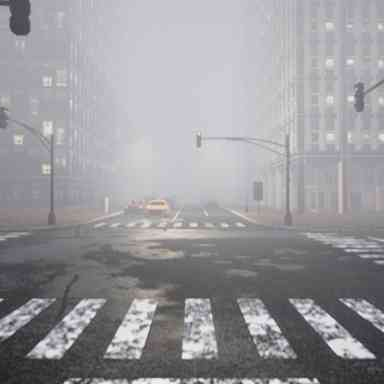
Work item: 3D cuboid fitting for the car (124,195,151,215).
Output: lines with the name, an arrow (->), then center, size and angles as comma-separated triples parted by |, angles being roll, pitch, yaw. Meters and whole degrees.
car -> -5.677, 1.460, 33.976 | 1.967, 1.590, 4.097 | 1, 0, 0

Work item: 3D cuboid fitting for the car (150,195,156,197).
car -> -5.676, 1.341, 45.127 | 2.192, 1.841, 5.009 | 1, 0, 0

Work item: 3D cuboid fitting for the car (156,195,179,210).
car -> -3.090, 1.502, 42.512 | 1.882, 1.535, 5.008 | 0, 0, 0

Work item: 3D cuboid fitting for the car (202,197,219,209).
car -> 2.699, 1.608, 45.189 | 1.802, 1.307, 4.206 | 1, 0, 0

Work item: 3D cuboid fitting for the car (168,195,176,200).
car -> -5.685, 1.624, 95.303 | 1.947, 1.339, 4.313 | 1, 0, 0

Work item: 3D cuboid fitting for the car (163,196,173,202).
car -> -5.683, 1.597, 78.577 | 2.008, 1.369, 4.403 | 1, 0, 0

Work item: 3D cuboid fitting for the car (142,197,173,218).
car -> -3.096, 1.495, 30.465 | 1.882, 1.535, 5.008 | 0, 0, 0

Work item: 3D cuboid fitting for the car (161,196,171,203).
car -> -5.683, 1.588, 73.002 | 1.887, 1.381, 4.507 | 1, 0, 0

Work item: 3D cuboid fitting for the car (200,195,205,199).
car -> 2.700, 1.558, 56.515 | 1.752, 1.417, 4.829 | 1, 0, 0

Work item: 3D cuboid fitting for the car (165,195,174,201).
car -> -5.684, 1.595, 84.152 | 1.887, 1.381, 4.507 | 1, 0, 0

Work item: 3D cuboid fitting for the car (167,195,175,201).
car -> -5.684, 1.605, 89.728 | 2.008, 1.369, 4.403 | 1, 0, 0

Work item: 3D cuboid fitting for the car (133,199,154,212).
car -> -5.681, 1.605, 39.551 | 1.802, 1.307, 4.206 | 1, 0, 0

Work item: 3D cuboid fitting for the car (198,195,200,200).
car -> 2.698, 1.602, 61.922 | 1.947, 1.339, 4.313 | 1, 0, 0
